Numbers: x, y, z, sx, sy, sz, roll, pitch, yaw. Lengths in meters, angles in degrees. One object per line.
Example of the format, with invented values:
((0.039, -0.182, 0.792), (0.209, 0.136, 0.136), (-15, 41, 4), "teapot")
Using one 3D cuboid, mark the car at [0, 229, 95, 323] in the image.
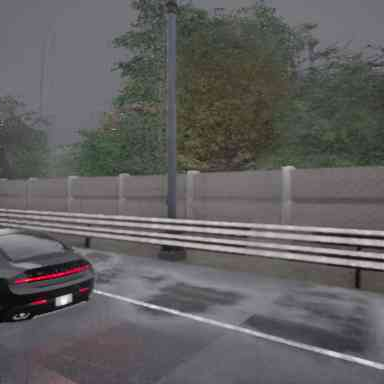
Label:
((-4.084, 1.530, 6.905), (4.892, 1.490, 1.837), (0, 0, 36), "car")
